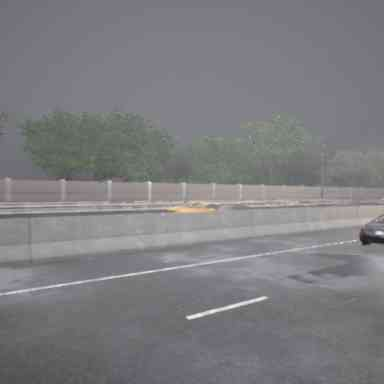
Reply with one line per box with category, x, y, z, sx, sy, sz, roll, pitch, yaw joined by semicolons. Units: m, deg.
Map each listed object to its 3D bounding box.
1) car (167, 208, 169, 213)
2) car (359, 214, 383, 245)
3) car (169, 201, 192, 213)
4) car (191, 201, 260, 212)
car;0.103;1.560;29.854;5.008;1.535;1.882;0;0;-35
car;9.217;1.638;14.615;4.181;1.385;1.994;0;0;-35
car;1.010;1.553;26.203;5.008;1.535;1.882;0;0;-35
car;2.709;1.551;23.116;5.008;1.535;1.882;0;0;-35
